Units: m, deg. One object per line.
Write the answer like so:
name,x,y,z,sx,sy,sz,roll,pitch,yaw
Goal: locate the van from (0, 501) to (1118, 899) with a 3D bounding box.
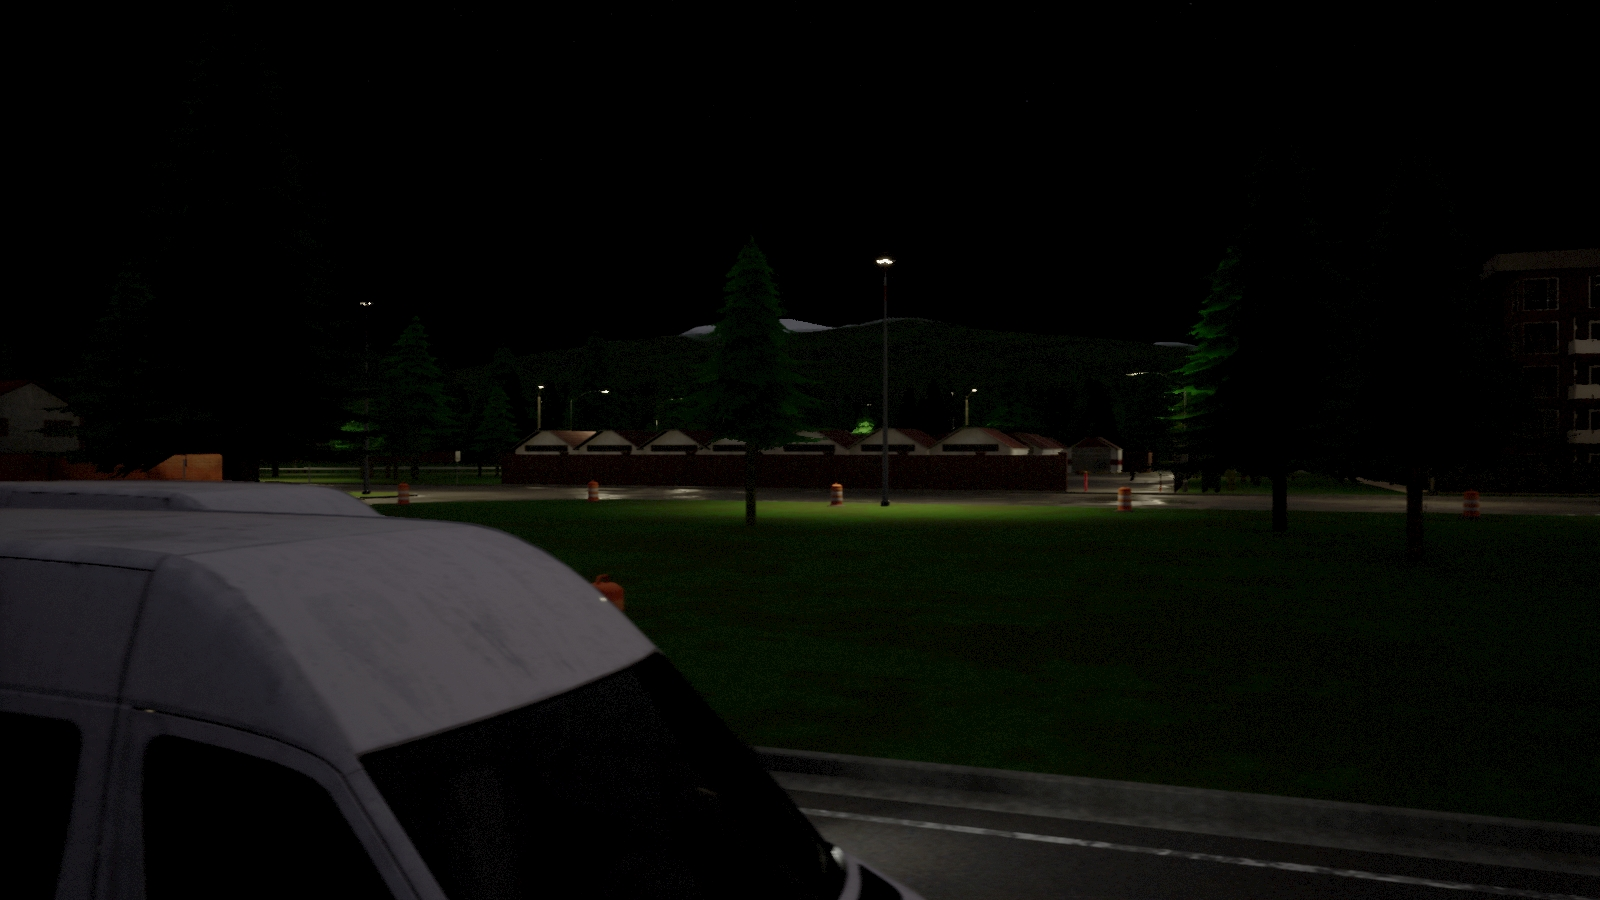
van,-2.018,1.536,4.038,5.915,2.561,1.988,0,0,20
